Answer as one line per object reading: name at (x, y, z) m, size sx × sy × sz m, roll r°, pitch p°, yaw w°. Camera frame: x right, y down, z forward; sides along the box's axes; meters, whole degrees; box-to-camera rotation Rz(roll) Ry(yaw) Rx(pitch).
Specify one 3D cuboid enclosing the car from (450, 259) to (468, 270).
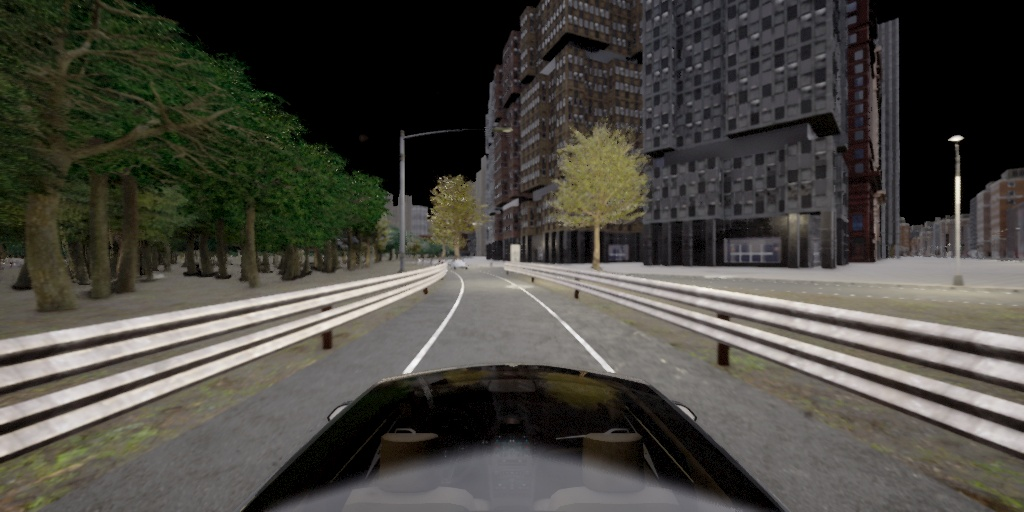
car at (-7.574, 1.194, 51.298) m, size 1.812 × 1.442 × 4.674 m, roll 0°, pitch 0°, yaw -19°
